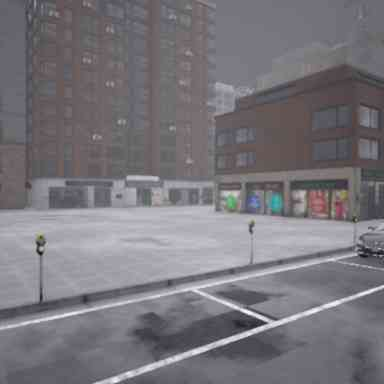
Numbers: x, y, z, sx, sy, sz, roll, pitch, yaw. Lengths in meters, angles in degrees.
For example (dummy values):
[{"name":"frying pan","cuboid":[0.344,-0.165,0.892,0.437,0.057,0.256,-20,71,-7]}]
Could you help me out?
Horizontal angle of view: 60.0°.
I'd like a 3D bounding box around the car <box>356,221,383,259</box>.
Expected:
[{"name":"car","cuboid":[7.387,1.543,11.458,4.403,1.369,2.008,0,0,-36]}]
